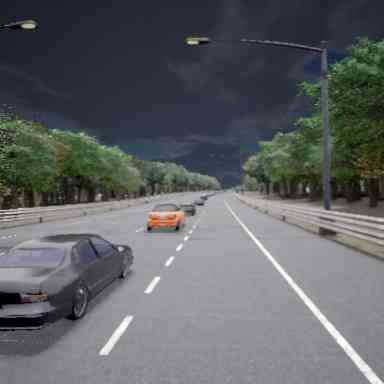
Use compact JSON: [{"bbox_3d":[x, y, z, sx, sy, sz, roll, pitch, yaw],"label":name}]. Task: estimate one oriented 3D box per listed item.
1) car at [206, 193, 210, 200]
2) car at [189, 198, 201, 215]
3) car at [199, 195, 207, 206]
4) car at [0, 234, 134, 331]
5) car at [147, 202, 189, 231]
[{"bbox_3d":[2.956,1.416,83.735,1.882,1.535,5.008,-1,1,5],"label":"car"},{"bbox_3d":[-0.529,1.841,37.958,2.128,1.511,4.902,-1,0,4],"label":"car"},{"bbox_3d":[1.317,1.825,62.498,1.994,1.385,4.181,-1,0,4],"label":"car"},{"bbox_3d":[-2.827,1.668,7.505,2.033,1.411,5.357,-1,-1,4],"label":"car"},{"bbox_3d":[-1.674,1.603,22.833,2.097,1.767,4.553,-1,-1,4],"label":"car"}]
